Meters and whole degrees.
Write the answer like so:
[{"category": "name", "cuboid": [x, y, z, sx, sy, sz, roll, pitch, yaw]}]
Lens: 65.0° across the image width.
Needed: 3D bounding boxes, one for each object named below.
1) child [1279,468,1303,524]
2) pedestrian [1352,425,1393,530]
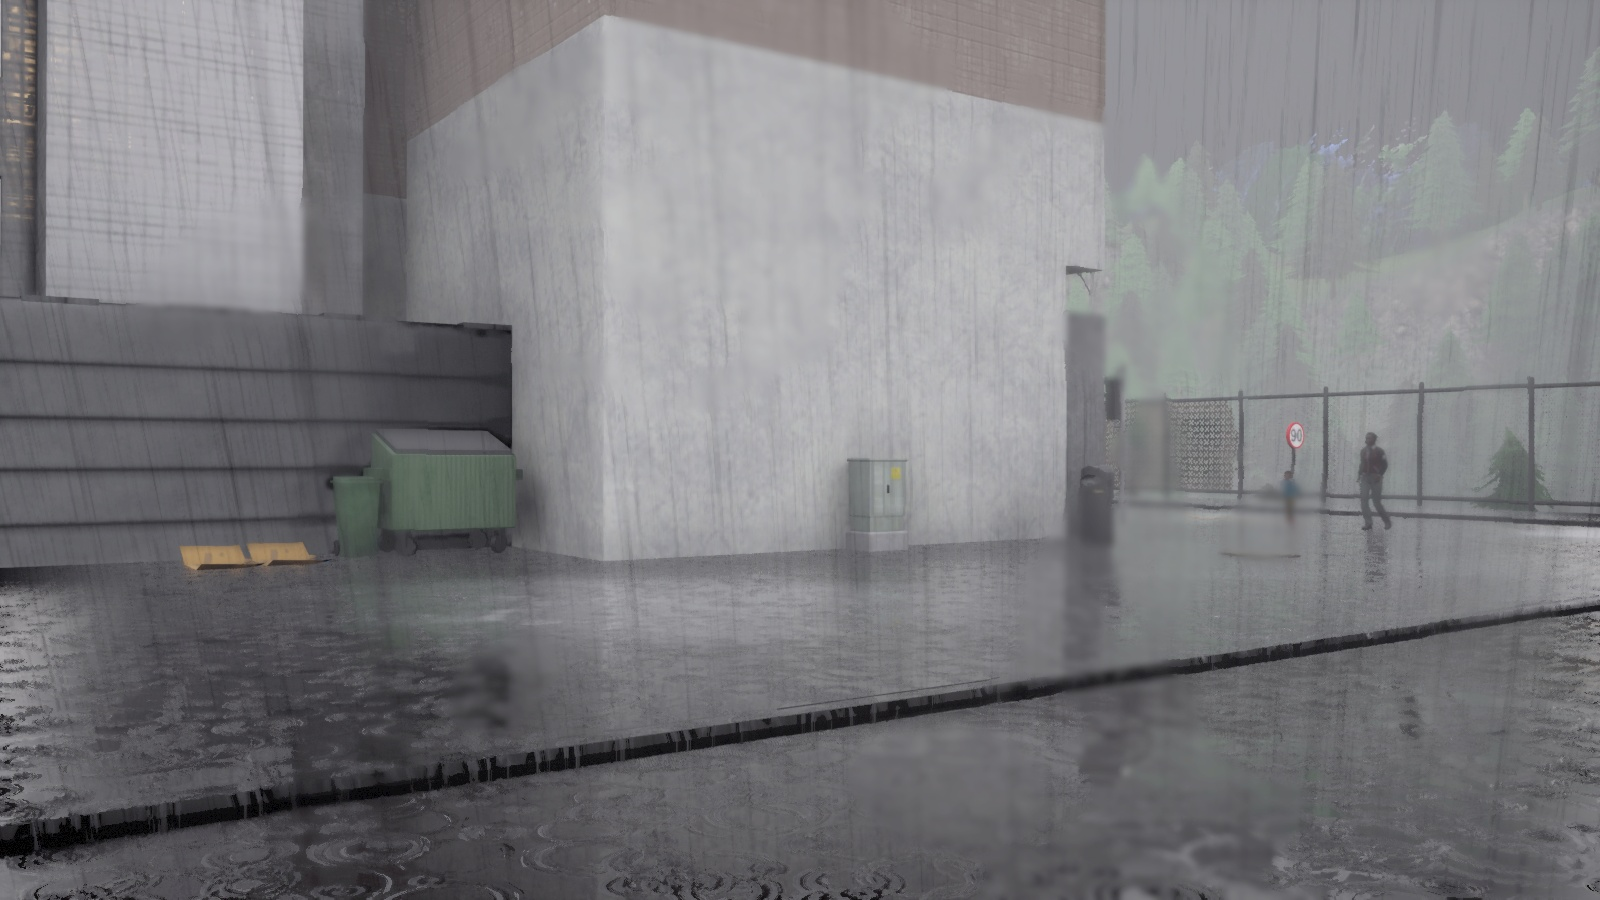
[{"category": "child", "cuboid": [10.451, 0.973, 26.728, 0.343, 1.192, 0.448, 0, 0, 40]}, {"category": "pedestrian", "cuboid": [10.677, 0.512, 23.418, 0.666, 1.930, 0.402, 0, 0, -35]}]
